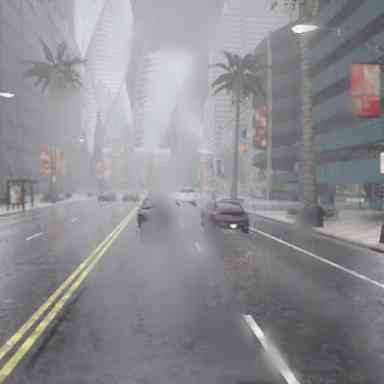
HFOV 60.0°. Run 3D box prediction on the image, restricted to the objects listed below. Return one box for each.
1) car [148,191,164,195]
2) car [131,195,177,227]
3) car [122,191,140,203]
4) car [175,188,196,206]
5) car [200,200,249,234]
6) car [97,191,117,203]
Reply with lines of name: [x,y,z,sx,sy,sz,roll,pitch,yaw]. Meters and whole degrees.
car: [-4.225,0.688,38.378,2.097,1.767,4.553,0,1,-6]
car: [-2.233,1.147,19.819,2.128,1.511,4.902,0,1,-6]
car: [-8.576,0.666,47.268,1.882,1.535,5.008,0,1,0]
car: [-0.812,0.530,39.293,2.150,2.045,5.566,0,0,-5]
car: [1.574,1.202,17.175,1.837,1.490,4.892,0,1,-6]
car: [-12.076,0.669,47.279,1.882,1.535,5.008,0,1,0]
